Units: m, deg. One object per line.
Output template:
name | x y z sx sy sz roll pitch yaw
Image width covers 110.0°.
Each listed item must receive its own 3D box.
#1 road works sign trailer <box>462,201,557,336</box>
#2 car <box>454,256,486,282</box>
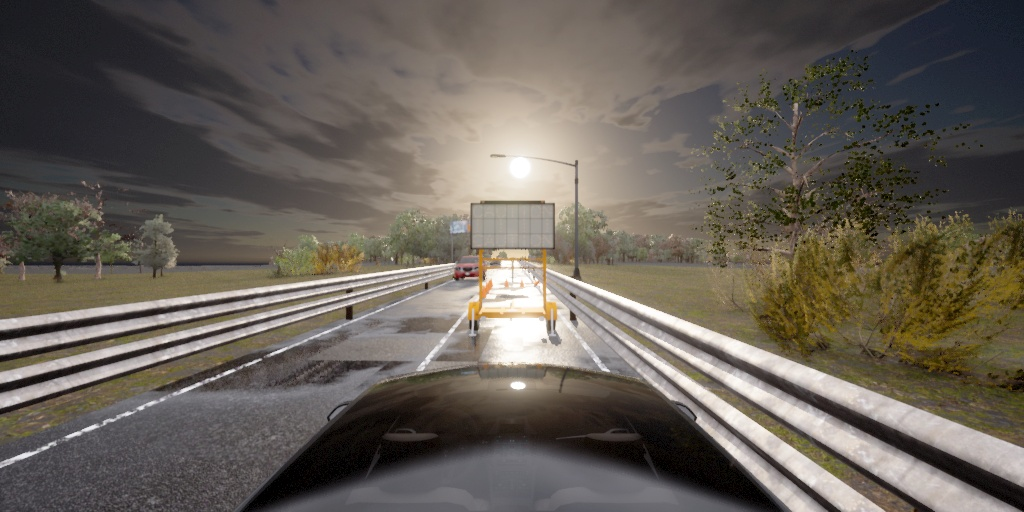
road works sign trailer | 0.021 0.217 10.354 2.380 3.560 2.880 0 0 0
car | -3.314 0.979 29.434 2.150 2.045 5.566 0 0 0
